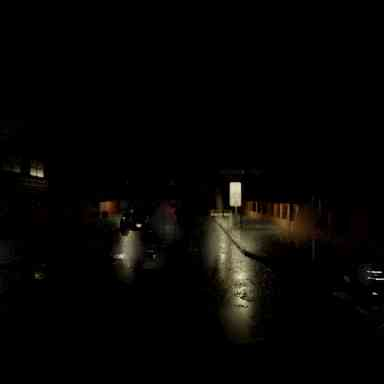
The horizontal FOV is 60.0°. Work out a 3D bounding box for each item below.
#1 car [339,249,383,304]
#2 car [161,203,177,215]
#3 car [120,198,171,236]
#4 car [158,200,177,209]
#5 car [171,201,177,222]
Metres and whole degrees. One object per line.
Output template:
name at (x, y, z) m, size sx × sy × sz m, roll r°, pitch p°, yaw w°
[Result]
car at (5.713, 1.530, 6.904) m, size 5.008 × 1.535 × 1.882 m, roll 0°, pitch -2°, yaw 1°
car at (-2.788, 2.082, 41.641) m, size 1.895 × 1.301 × 4.718 m, roll 0°, pitch -1°, yaw -2°
car at (-2.716, 1.402, 19.879) m, size 2.150 × 2.045 × 5.566 m, roll 0°, pitch -1°, yaw 0°
car at (-4.592, 2.334, 61.708) m, size 1.882 × 1.535 × 5.008 m, roll 1°, pitch -2°, yaw -26°
car at (-2.694, 1.656, 29.862) m, size 2.097 × 1.767 × 4.553 m, roll 0°, pitch -1°, yaw 0°
